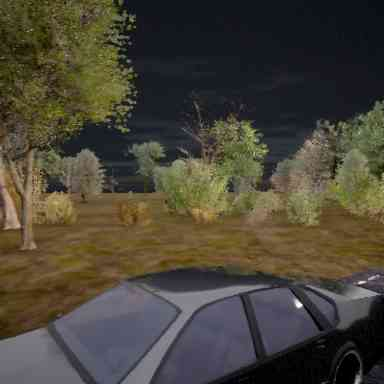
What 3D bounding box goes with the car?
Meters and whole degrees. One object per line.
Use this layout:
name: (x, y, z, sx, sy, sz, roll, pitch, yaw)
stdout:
car: (0.002, 1.548, 3.337, 5.357, 1.411, 2.033, 0, 0, -36)
